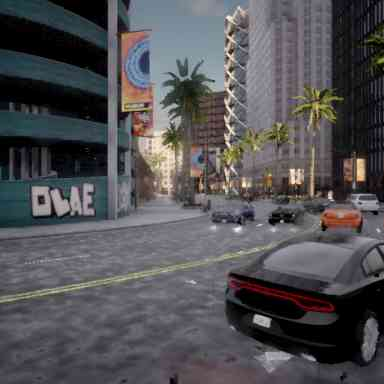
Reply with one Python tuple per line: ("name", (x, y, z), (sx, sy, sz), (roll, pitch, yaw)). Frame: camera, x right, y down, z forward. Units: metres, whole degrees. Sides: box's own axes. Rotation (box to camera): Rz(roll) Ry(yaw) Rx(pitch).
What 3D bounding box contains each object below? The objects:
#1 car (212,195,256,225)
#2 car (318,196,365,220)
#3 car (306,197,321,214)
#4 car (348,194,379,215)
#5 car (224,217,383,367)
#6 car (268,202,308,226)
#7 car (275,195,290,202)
("car", (3.076, 1.334, 23.872), (2.097, 1.767, 4.553), (0, 0, 25))
("car", (9.186, 1.340, 20.253), (2.097, 1.767, 4.553), (0, 0, 27))
("car", (13.314, 1.331, 35.197), (2.097, 1.767, 4.553), (0, 0, 4))
("car", (16.731, 1.206, 33.451), (2.150, 2.045, 5.566), (0, 0, 6))
("car", (2.694, 1.474, 5.934), (5.008, 1.535, 1.882), (-1, 1, -43))
("car", (6.671, 1.586, 23.245), (1.895, 1.301, 4.718), (0, 0, 25))
("car", (18.161, 1.437, 67.071), (2.231, 1.521, 4.892), (0, 0, -4))
